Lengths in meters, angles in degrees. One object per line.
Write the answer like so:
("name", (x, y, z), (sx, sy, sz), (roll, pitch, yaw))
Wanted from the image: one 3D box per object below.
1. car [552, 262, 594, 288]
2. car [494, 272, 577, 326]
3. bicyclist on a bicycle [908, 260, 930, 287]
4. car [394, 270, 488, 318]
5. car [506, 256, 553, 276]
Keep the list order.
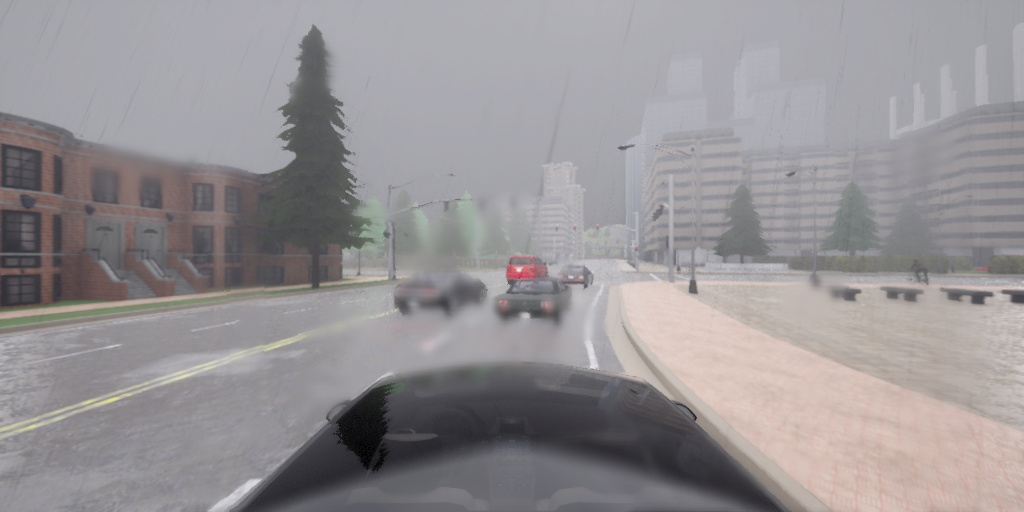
("car", (4.430, 1.352, 24.384), (2.033, 1.411, 5.357), (0, 0, 18))
("car", (0.948, 1.375, 11.983), (1.895, 1.301, 4.718), (0, 0, 15))
("bicyclist on a bicycle", (25.423, 1.098, 22.415), (0.582, 1.620, 1.656), (0, 0, 16))
("car", (-2.347, 1.270, 13.147), (2.128, 1.511, 4.902), (0, 0, 15))
("car", (1.201, 1.029, 26.106), (2.150, 2.045, 5.566), (0, 0, 16))
